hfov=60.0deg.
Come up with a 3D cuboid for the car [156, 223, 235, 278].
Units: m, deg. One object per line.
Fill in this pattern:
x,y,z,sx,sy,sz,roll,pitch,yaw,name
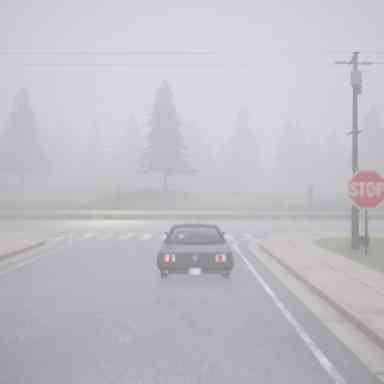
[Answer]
0.087,1.592,10.099,1.895,1.301,4.718,0,0,0,car
